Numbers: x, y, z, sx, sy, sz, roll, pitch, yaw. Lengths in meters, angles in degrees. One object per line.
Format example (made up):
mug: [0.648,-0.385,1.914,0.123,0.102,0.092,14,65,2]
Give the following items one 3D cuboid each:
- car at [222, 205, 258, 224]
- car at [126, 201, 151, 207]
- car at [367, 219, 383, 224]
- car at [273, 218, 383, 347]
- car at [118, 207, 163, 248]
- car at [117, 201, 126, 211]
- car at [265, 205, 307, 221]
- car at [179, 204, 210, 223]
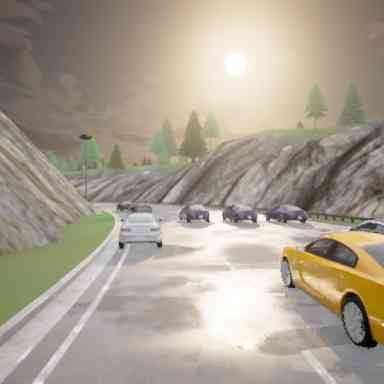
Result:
car: [3.854,1.753,27.293,1.812,1.442,4.674,0,-1,-12]
car: [-5.314,1.790,34.749,2.128,1.511,4.902,0,0,-17]
car: [6.404,1.613,10.940,1.812,1.442,4.674,0,0,-5]
car: [3.273,1.530,6.455,1.882,1.535,5.008,0,0,-3]
car: [-2.343,1.659,15.373,1.812,1.442,4.674,0,0,-8]
car: [-9.058,1.918,45.536,1.812,1.442,4.674,0,-1,-23]
car: [7.518,1.746,26.875,1.812,1.442,4.674,0,0,-12]
car: [0.164,1.759,27.714,1.812,1.442,4.674,0,-1,-13]
